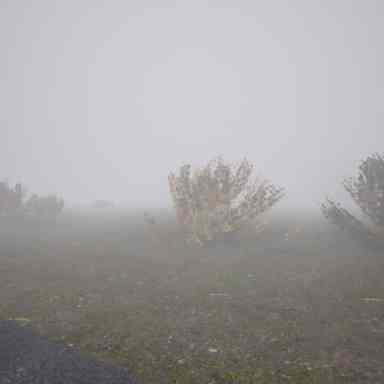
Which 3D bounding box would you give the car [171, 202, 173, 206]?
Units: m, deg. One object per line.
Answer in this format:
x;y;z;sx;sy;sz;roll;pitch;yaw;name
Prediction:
-2.218;2.249;66.815;1.895;1.301;4.718;-1;-1;36;car

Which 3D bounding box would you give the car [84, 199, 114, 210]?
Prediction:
-14.071;1.923;50.482;1.837;1.490;4.892;-1;-1;36;car
